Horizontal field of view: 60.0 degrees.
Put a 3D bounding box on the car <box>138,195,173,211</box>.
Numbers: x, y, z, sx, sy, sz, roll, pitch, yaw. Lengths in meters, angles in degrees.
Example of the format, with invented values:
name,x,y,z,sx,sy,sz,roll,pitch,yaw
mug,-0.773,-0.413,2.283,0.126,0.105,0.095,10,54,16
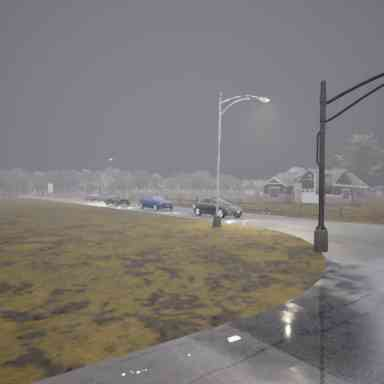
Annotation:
name,x,y,z,sx,sy,sz,roll,pitch,yaw
car,-3.792,1.084,34.581,1.882,1.535,5.008,2,0,-36

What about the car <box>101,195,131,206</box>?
name,x,y,z,sx,sy,sz,roll,pitch,yaw
car,-9.582,1.108,42.734,1.895,1.301,4.718,2,-1,-35

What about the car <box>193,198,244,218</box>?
name,x,y,z,sx,sy,sz,roll,pitch,yaw
car,2.004,1.227,26.434,1.837,1.490,4.892,2,0,-35

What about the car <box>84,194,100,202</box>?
name,x,y,z,sx,sy,sz,roll,pitch,yaw
car,-18.249,1.007,61.105,2.033,1.411,5.357,2,-1,-35
